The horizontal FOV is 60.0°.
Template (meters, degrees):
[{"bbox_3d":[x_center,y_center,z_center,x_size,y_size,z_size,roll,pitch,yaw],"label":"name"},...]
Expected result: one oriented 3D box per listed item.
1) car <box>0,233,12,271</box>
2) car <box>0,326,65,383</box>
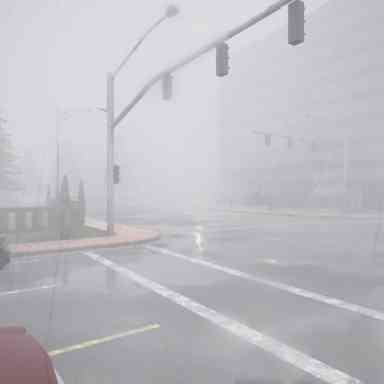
[{"bbox_3d":[-6.934,1.505,7.648,4.892,1.490,1.837,0,0,-35],"label":"car"},{"bbox_3d":[-3.061,1.601,1.596,4.718,1.301,1.895,0,0,-35],"label":"car"}]
